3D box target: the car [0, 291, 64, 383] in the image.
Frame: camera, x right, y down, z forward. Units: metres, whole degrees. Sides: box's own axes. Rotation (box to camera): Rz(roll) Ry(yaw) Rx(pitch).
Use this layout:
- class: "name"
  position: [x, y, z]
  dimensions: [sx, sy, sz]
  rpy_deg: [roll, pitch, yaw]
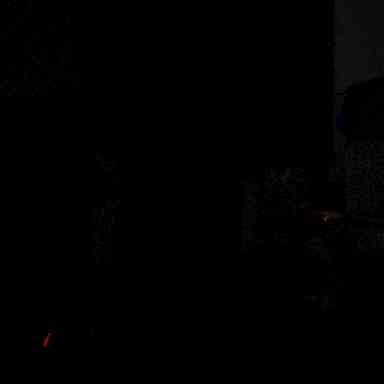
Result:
- class: "car"
  position: [-3.450, 1.505, 2.176]
  dimensions: [4.892, 1.490, 1.837]
  rpy_deg: [0, 0, -36]

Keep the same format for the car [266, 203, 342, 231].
- class: "car"
  position: [6.868, 1.477, 20.987]
  dimensions: [1.882, 1.535, 5.008]
  rpy_deg: [0, 0, -39]
